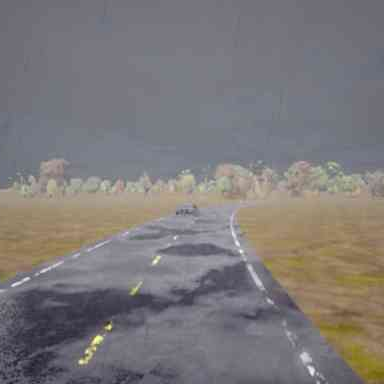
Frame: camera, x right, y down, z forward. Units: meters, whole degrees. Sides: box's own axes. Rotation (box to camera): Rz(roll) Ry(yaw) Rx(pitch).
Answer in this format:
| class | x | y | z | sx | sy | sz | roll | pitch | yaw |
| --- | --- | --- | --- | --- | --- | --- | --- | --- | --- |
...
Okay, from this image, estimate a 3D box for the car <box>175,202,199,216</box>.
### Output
| class | x | y | z | sx | sy | sz | roll | pitch | yaw |
| --- | --- | --- | --- | --- | --- | --- | --- | --- | --- |
| car | -0.457 | 1.689 | 33.892 | 1.994 | 1.385 | 4.181 | 0 | 0 | 9 |
